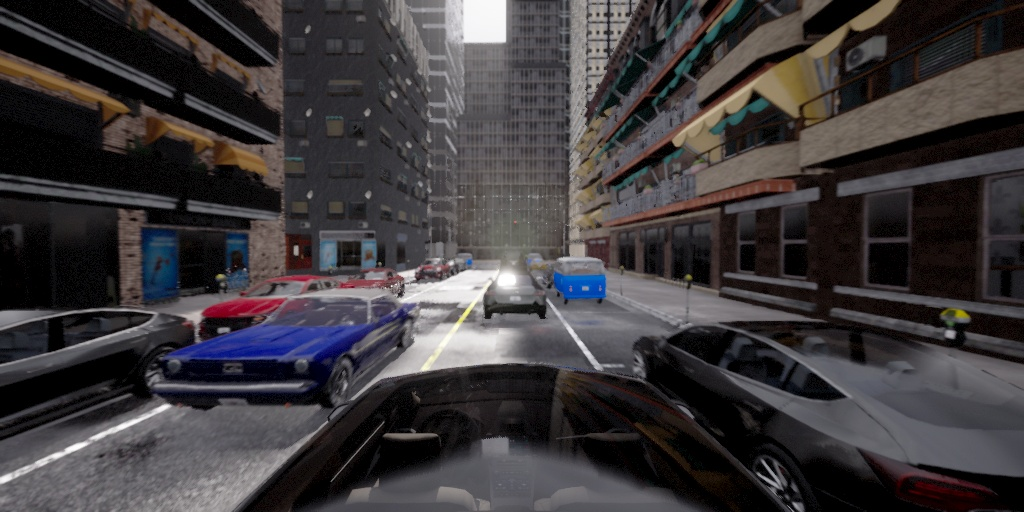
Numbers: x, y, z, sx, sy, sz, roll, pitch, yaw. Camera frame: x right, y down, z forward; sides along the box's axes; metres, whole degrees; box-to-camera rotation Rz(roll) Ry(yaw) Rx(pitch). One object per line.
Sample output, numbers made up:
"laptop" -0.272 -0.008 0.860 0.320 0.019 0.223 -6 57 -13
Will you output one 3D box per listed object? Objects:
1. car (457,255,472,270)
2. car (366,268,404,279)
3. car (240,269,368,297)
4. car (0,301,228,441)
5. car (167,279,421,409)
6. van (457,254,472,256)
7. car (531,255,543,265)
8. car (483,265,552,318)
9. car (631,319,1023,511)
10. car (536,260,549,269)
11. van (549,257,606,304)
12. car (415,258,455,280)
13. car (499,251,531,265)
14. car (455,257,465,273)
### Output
"car" -5.695 0.879 37.356 2.007 1.370 4.403 0 0 0
"car" -5.693 1.175 14.950 1.802 1.307 4.207 0 0 0
"car" -5.692 1.205 9.349 1.888 1.381 4.507 0 0 0
"car" -5.692 1.292 3.746 1.948 1.339 4.313 0 0 0
"car" -3.100 1.298 6.191 1.895 1.301 4.718 0 1 0
"van" -5.696 0.604 42.957 1.690 1.789 3.998 0 0 0
"car" 2.686 0.854 37.498 1.751 1.417 4.829 0 0 0
"car" 0.098 1.186 12.433 1.994 1.385 4.181 0 1 0
"car" 2.689 1.292 3.719 1.948 1.339 4.313 0 0 0
"car" 2.688 1.077 20.524 2.007 1.370 4.403 0 0 0
"van" 2.688 0.934 14.922 1.690 1.789 3.998 0 0 0
"car" -5.694 0.900 26.153 1.967 1.591 4.097 0 0 0
"car" 0.099 0.640 29.526 2.150 2.045 5.566 0 0 -1
"car" -5.694 0.960 31.754 1.948 1.339 4.313 0 0 0
